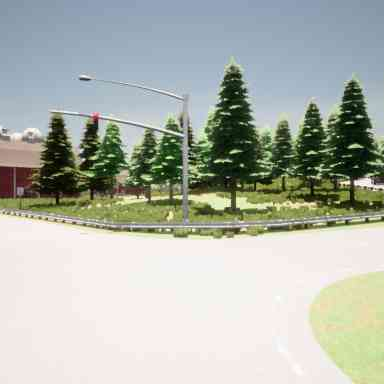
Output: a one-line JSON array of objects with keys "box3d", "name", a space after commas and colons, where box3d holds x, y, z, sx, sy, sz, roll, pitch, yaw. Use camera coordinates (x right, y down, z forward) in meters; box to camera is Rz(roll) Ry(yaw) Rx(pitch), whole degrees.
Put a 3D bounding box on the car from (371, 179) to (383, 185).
[{"box3d": [29.010, -1.912, 51.528, 1.837, 1.490, 4.892, 0, 5, 21], "name": "car"}]
